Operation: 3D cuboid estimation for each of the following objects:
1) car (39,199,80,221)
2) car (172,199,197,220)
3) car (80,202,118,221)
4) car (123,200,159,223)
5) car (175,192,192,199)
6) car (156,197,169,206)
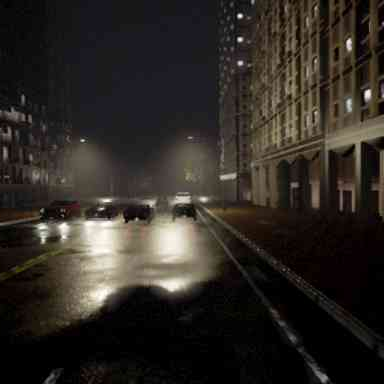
[{"bbox_3d":[-10.597,1.366,27.105,2.097,1.767,4.553,-1,0,-2],"label":"car"},{"bbox_3d":[-0.644,1.514,27.016,1.895,1.301,4.718,-1,0,-2],"label":"car"},{"bbox_3d":[-7.351,1.544,27.353,1.994,1.385,4.181,-1,0,-2],"label":"car"},{"bbox_3d":[-3.830,1.555,24.848,1.895,1.301,4.718,-1,0,-2],"label":"car"},{"bbox_3d":[-1.210,1.066,46.201,2.150,2.045,5.566,-1,0,-2],"label":"car"},{"bbox_3d":[-4.618,1.404,51.642,2.033,1.411,5.357,-1,0,-2],"label":"car"}]
